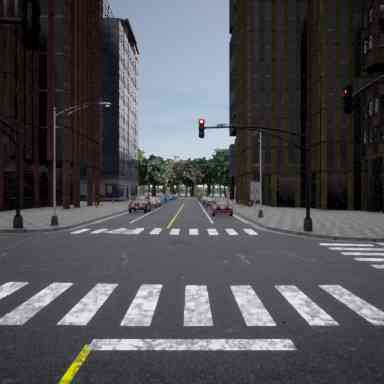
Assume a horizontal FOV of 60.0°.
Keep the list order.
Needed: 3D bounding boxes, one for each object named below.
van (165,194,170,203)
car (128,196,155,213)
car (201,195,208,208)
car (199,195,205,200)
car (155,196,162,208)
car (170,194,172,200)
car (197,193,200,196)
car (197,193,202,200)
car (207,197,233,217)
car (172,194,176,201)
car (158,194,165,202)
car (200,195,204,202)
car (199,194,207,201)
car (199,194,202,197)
[{"bbox_3d":[-5.780,1.358,64.406,1.690,1.788,3.998,0,0,0],"label":"van"},{"bbox_3d":[-5.773,1.321,37.218,2.192,1.841,5.009,0,0,0],"label":"car"},{"bbox_3d":[2.750,1.560,48.095,2.008,1.369,4.403,0,0,0],"label":"car"},{"bbox_3d":[2.738,1.561,91.766,1.752,1.417,4.829,0,0,0],"label":"car"},{"bbox_3d":[-5.776,1.591,48.093,1.802,1.307,4.206,0,0,0],"label":"car"},{"bbox_3d":[-5.782,1.571,69.844,2.008,1.369,4.403,0,0,0],"label":"car"},{"bbox_3d":[2.740,1.342,80.721,2.192,1.841,5.009,0,0,0],"label":"car"},{"bbox_3d":[2.742,1.549,75.453,1.752,1.417,4.829,0,0,0],"label":"car"},{"bbox_3d":[2.754,1.444,31.783,1.967,1.590,4.097,0,0,0],"label":"car"},{"bbox_3d":[-5.786,1.597,86.156,1.947,1.339,4.313,0,0,0],"label":"car"},{"bbox_3d":[-5.777,1.537,53.361,1.752,1.417,4.829,0,0,0],"label":"car"},{"bbox_3d":[2.748,1.556,53.533,1.887,1.381,4.507,0,0,0],"label":"car"},{"bbox_3d":[2.747,1.559,58.971,1.887,1.381,4.507,0,0,0],"label":"car"},{"bbox_3d":[2.745,1.542,64.578,1.752,1.417,4.829,0,0,0],"label":"car"}]
